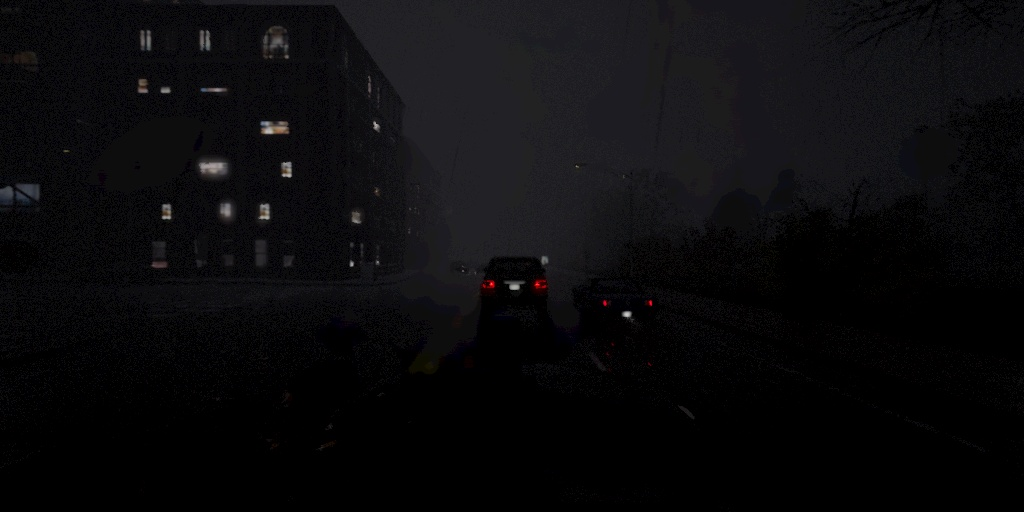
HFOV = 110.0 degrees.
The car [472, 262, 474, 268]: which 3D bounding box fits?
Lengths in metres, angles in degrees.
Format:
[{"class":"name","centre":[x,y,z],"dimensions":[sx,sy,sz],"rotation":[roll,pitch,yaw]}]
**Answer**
[{"class":"car","centre":[-6.521,1.543,62.002],"dimensions":[2.128,1.511,4.902],"rotation":[0,0,1]}]

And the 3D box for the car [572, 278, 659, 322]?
[{"class":"car","centre":[3.333,1.404,12.587],"dimensions":[1.895,1.301,4.718],"rotation":[0,0,0]}]

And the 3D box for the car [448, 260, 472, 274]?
[{"class":"car","centre":[-6.581,1.313,44.672],"dimensions":[2.097,1.767,4.553],"rotation":[0,0,0]}]

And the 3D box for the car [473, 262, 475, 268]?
[{"class":"car","centre":[-3.330,1.527,44.781],"dimensions":[1.994,1.385,4.181],"rotation":[0,0,0]}]

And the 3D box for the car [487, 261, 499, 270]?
[{"class":"car","centre":[-3.272,1.578,62.024],"dimensions":[1.812,1.442,4.674],"rotation":[0,0,1]}]

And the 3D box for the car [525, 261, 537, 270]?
[{"class":"car","centre":[3.258,1.582,62.785],"dimensions":[1.812,1.442,4.674],"rotation":[0,0,0]}]

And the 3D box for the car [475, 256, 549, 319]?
[{"class":"car","centre":[0.090,1.024,13.220],"dimensions":[2.150,2.045,5.566],"rotation":[0,0,0]}]

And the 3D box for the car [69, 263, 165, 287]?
[{"class":"car","centre":[-22.805,1.064,20.769],"dimensions":[4.403,1.370,2.007],"rotation":[0,0,-1]}]

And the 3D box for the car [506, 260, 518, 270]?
[{"class":"car","centre":[0.008,1.546,62.369],"dimensions":[2.128,1.511,4.902],"rotation":[0,0,0]}]
